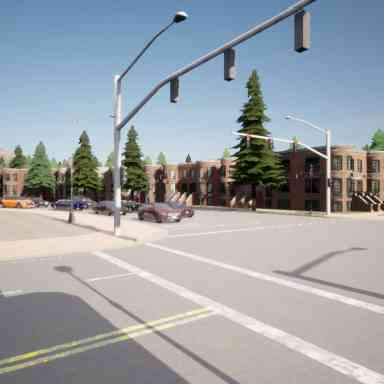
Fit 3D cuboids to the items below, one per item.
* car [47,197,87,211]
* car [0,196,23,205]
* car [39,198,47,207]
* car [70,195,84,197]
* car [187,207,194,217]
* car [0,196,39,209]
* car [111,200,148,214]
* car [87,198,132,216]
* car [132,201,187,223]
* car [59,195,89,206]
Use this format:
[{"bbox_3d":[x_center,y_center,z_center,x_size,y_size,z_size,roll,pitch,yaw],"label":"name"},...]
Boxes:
[{"bbox_3d":[-14.971,1.601,39.995,4.718,1.301,1.895,0,0,38],"label":"car"},{"bbox_3d":[-32.892,1.492,58.985,4.902,1.511,2.128,0,0,9],"label":"car"},{"bbox_3d":[-23.286,1.492,49.070,4.902,1.511,2.128,0,0,23],"label":"car"},{"bbox_3d":[-14.334,1.492,43.818,4.902,1.511,2.128,0,0,36],"label":"car"},{"bbox_3d":[-1.613,1.564,30.066,1.994,1.385,4.181,0,0,-37],"label":"car"},{"bbox_3d":[-23.695,1.352,45.390,4.553,1.767,2.097,0,0,25],"label":"car"},{"bbox_3d":[-6.977,1.601,36.992,1.895,1.301,4.718,0,0,-41],"label":"car"},{"bbox_3d":[-8.279,1.547,33.224,2.033,1.411,5.357,0,0,-38],"label":"car"},{"bbox_3d":[-2.598,1.526,25.546,1.812,1.442,4.674,0,0,-35],"label":"car"},{"bbox_3d":[-19.532,1.355,55.076,4.553,1.767,2.097,0,0,25],"label":"car"}]
